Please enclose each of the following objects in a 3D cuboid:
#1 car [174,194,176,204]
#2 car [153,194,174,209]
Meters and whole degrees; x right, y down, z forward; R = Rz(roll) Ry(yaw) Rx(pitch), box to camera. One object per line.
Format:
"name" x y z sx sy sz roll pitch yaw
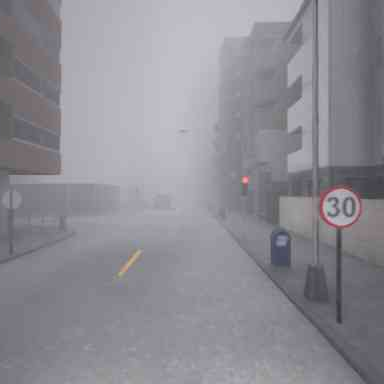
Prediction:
"car" -4.058 1.680 65.418 2.033 1.411 5.357 0 0 0
"car" -4.113 1.311 46.655 2.150 2.045 5.566 0 0 1
